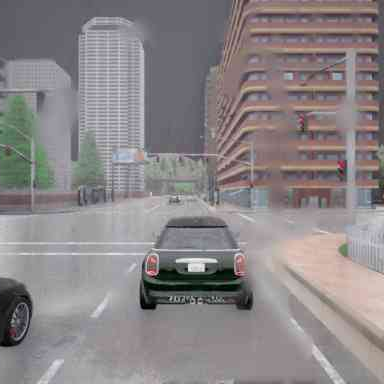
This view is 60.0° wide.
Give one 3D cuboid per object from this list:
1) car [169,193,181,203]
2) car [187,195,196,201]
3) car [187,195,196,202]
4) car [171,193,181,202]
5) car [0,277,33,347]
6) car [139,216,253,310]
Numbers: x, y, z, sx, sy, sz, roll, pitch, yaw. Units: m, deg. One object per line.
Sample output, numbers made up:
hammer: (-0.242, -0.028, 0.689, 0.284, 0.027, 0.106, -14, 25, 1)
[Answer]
car: (-3.546, 1.492, 66.126, 2.128, 1.511, 4.902, 0, 0, 0)
car: (-0.188, 1.507, 85.386, 2.128, 1.511, 4.902, 0, 0, 0)
car: (-0.168, 1.519, 76.386, 1.812, 1.442, 4.674, 0, 0, 0)
car: (-3.668, 1.219, 76.127, 2.150, 2.045, 5.566, 0, 0, 0)
car: (-3.433, 1.526, 3.358, 1.812, 1.442, 4.674, 0, 0, 0)
car: (0.096, 1.352, 7.978, 2.097, 1.767, 4.553, 0, 0, 1)
